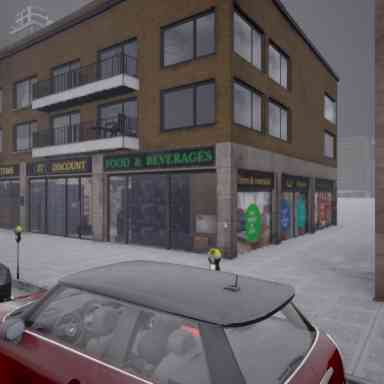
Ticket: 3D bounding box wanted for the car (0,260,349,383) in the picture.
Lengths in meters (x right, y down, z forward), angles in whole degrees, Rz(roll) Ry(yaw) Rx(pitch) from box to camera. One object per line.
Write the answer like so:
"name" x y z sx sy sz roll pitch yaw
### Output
"car" -0.722 1.440 3.318 4.097 1.590 1.967 0 0 35
